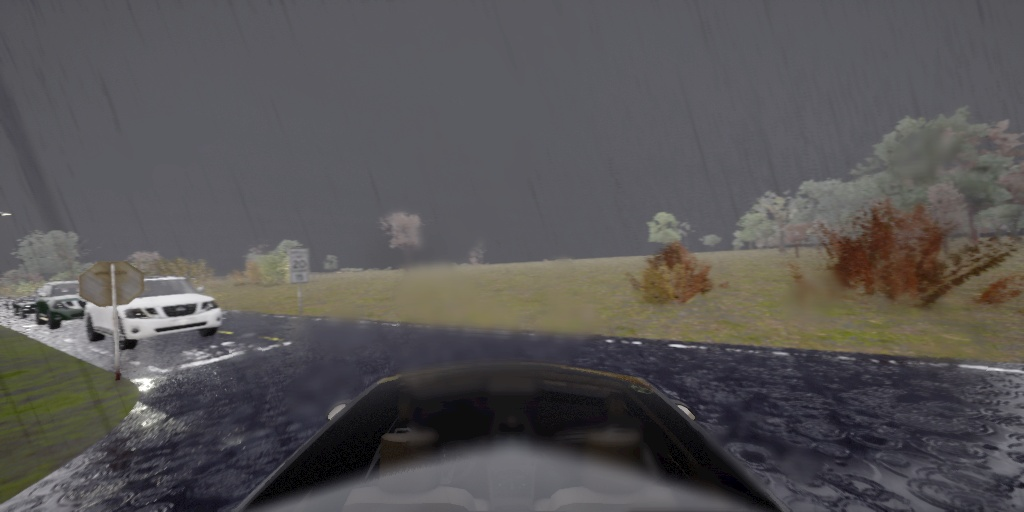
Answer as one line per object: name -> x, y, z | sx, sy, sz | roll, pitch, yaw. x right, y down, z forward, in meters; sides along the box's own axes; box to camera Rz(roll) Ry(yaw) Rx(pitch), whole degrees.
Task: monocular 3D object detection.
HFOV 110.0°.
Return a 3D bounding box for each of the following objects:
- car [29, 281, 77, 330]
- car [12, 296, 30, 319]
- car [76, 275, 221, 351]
car -> -20.696, 2.188, 17.114 | 5.566, 2.045, 2.150 | -3, -1, 32
car -> -29.501, 3.077, 22.471 | 4.718, 1.301, 1.895 | -3, -1, 31
car -> -11.847, 1.677, 11.736 | 5.566, 2.045, 2.150 | -3, -1, 31
